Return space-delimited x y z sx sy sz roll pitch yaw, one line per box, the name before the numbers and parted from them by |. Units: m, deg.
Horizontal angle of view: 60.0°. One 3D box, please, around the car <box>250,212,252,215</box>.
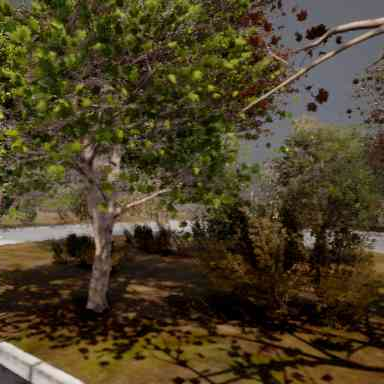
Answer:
car | 10.289 3.280 49.629 4.902 1.511 2.128 3 -4 -42
